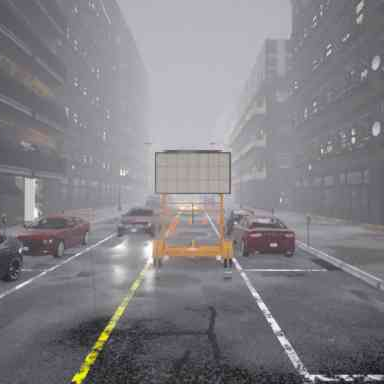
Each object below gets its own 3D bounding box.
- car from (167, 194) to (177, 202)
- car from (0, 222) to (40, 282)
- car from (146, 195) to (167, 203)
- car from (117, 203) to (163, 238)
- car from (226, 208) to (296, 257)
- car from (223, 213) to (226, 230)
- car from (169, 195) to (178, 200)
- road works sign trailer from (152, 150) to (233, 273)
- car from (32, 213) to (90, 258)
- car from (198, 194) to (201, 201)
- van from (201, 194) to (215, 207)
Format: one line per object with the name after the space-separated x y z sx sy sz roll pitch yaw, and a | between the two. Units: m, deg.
-5.139 1.332 75.151 2.192 1.841 5.009 1 0 0 | car
-5.291 1.568 7.100 1.947 1.339 4.313 1 0 0 | car
-5.201 1.325 46.796 2.192 1.841 5.009 1 0 0 | car
-2.711 1.530 17.863 1.812 1.442 4.674 0 0 0 | car
2.602 1.548 12.784 1.887 1.381 4.507 1 0 0 | car
2.615 1.555 18.455 2.008 1.369 4.403 1 0 0 | car
-5.105 1.573 92.163 2.008 1.369 4.403 1 0 0 | car
0.028 0.467 10.636 2.380 3.560 2.880 0 0 0 | road works sign trailer
-5.278 1.548 12.771 1.887 1.381 4.507 1 0 0 | car
2.766 1.335 86.505 2.192 1.841 5.009 1 0 0 | car
2.691 1.353 52.480 1.690 1.788 3.998 1 0 0 | van
